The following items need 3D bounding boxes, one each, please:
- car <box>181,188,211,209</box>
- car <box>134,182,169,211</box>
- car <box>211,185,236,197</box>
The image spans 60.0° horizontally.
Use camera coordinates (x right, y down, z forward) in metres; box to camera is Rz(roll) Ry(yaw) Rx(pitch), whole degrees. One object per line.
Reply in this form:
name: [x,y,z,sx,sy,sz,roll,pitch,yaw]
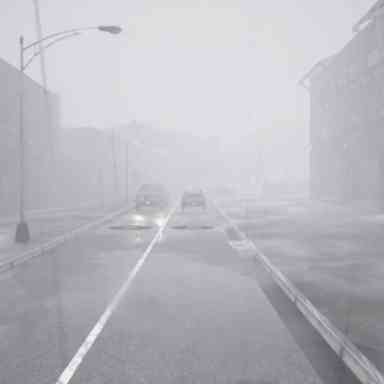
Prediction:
car: [0.152,0.515,26.674,2.128,1.511,4.902,0,3,1]
car: [-3.041,0.274,26.061,2.150,2.045,5.566,0,3,1]
car: [4.022,-0.141,43.728,2.128,1.511,4.902,0,0,35]
